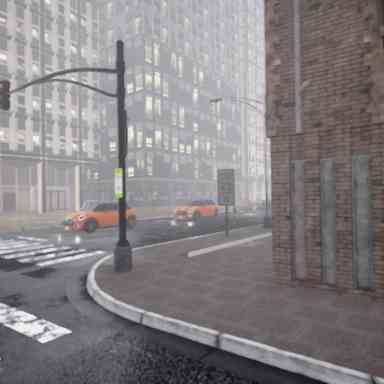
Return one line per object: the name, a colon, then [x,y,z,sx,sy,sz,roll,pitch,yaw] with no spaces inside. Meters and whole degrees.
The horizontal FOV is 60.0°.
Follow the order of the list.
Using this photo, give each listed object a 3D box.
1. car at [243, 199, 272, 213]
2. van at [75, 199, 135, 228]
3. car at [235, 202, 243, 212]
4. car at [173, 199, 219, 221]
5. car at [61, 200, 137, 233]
car: [8.488,1.592,39.313,2.128,1.511,4.902,-1,0,36]
van: [-6.066,1.454,23.586,1.690,1.788,3.998,-1,-1,36]
car: [6.817,1.682,41.461,1.752,1.417,4.829,-2,-1,36]
car: [0.406,1.429,28.134,2.097,1.767,4.553,-1,-1,36]
car: [-5.502,1.410,19.987,2.097,1.767,4.553,-1,-1,37]
